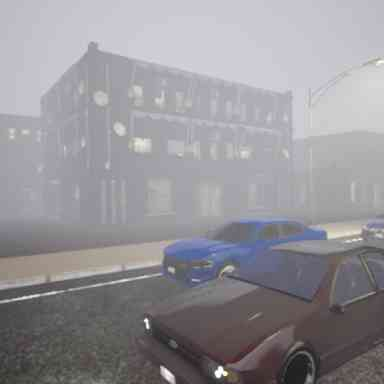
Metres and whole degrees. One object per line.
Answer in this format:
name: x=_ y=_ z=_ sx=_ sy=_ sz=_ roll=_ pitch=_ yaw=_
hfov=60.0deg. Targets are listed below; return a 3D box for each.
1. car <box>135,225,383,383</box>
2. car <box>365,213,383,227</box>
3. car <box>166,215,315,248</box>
car: x=1.903 y=1.512 z=5.047 sx=5.357 sy=1.411 sz=2.033 roll=-1 pitch=0 yaw=-36
car: x=9.114 y=1.399 z=14.187 sx=4.674 sy=1.442 sz=1.812 roll=-1 pitch=0 yaw=-36
car: x=1.574 y=1.427 z=8.805 sx=5.008 sy=1.535 sz=1.882 roll=-1 pitch=0 yaw=-36
